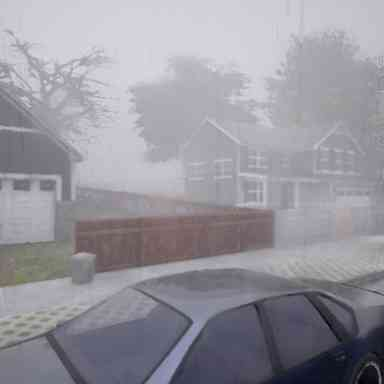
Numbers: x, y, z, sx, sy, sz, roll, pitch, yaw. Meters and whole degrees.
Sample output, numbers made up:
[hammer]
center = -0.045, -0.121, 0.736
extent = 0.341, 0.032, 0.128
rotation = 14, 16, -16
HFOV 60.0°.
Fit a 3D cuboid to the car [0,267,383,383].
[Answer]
[car]
center = 0.089, 1.552, 3.130
extent = 5.357, 1.411, 2.033
rotation = 0, 0, -36
